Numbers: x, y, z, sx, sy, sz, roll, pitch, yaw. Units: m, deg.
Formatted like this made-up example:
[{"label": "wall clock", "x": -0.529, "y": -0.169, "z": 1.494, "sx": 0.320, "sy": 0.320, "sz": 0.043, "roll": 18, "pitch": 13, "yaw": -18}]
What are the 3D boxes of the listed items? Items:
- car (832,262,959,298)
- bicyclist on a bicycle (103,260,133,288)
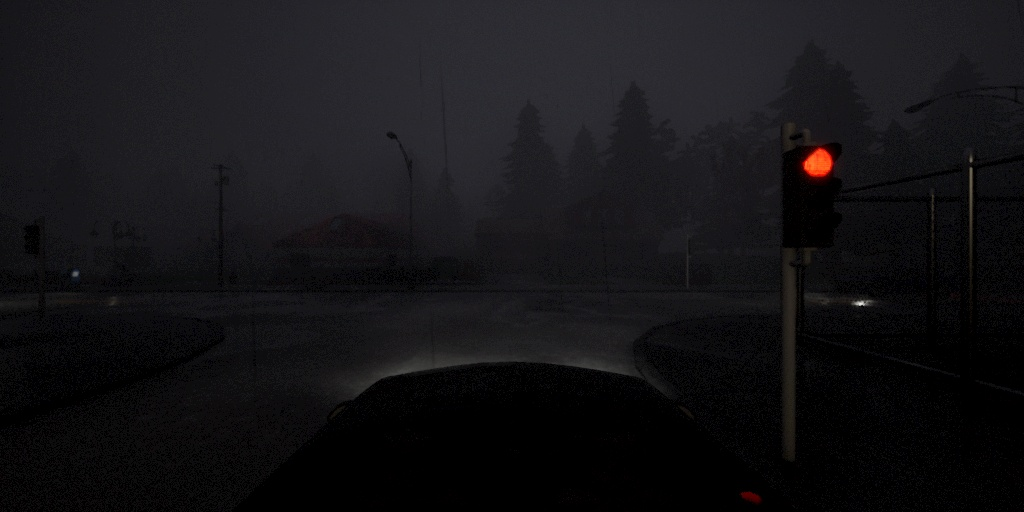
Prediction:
[{"label": "car", "x": 18.723, "y": 1.215, "z": 17.665, "sx": 5.008, "sy": 1.535, "sz": 1.882, "roll": -1, "pitch": 0, "yaw": 0}, {"label": "bicyclist on a bicycle", "x": -23.979, "y": 1.081, "z": 21.848, "sx": 0.582, "sy": 1.620, "sz": 1.656, "roll": 0, "pitch": 0, "yaw": 0}]
